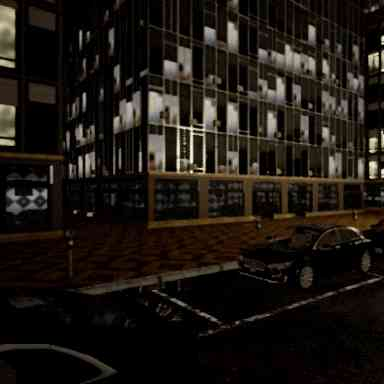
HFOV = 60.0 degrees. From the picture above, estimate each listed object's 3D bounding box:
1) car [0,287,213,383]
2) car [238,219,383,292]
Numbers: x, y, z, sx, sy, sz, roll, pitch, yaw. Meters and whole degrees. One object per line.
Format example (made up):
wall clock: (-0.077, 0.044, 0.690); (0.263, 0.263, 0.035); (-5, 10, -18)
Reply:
car: (-2.110, 1.494, 1.873); (4.902, 1.511, 2.128); (0, 0, -36)
car: (3.160, 1.525, 8.817); (4.403, 1.369, 2.008); (0, 0, -36)
